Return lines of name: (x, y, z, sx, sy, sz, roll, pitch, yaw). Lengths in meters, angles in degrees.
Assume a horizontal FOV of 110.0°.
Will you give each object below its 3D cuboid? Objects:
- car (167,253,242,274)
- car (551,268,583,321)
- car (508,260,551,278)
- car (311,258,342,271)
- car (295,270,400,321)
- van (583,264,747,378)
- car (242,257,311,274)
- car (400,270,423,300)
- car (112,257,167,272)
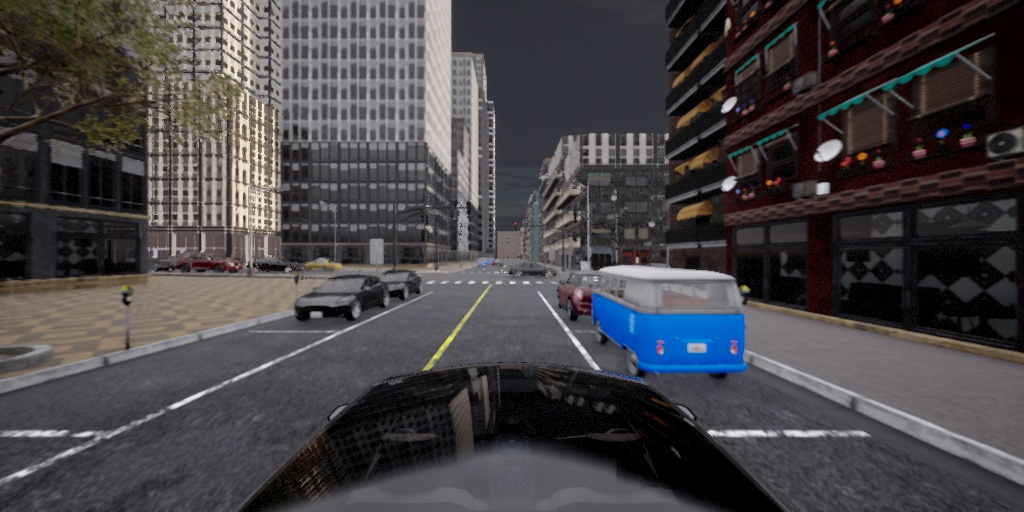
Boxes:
car: (-27.391, 0.660, 32.420, 5.009, 1.841, 2.192, 0, 0, -1)
car: (2.689, 1.214, 12.610, 1.967, 1.591, 4.097, 0, 0, 0)
car: (2.077, 1.427, 35.446, 4.892, 1.490, 1.837, 1, 0, -1)
car: (-22.051, 0.969, 40.951, 4.829, 1.417, 1.751, 0, 0, -1)
car: (-5.691, 1.340, 12.608, 1.948, 1.339, 4.313, 0, 0, 0)
van: (2.690, 1.103, 7.060, 1.690, 1.789, 3.998, 0, 0, 0)
car: (-23.013, 0.912, 35.160, 5.008, 1.535, 1.882, 1, 0, -1)
car: (-5.692, 1.352, 17.854, 1.948, 1.339, 4.313, 0, 0, 0)
car: (-33.010, 0.805, 32.356, 4.313, 1.339, 1.948, 0, 0, -1)
